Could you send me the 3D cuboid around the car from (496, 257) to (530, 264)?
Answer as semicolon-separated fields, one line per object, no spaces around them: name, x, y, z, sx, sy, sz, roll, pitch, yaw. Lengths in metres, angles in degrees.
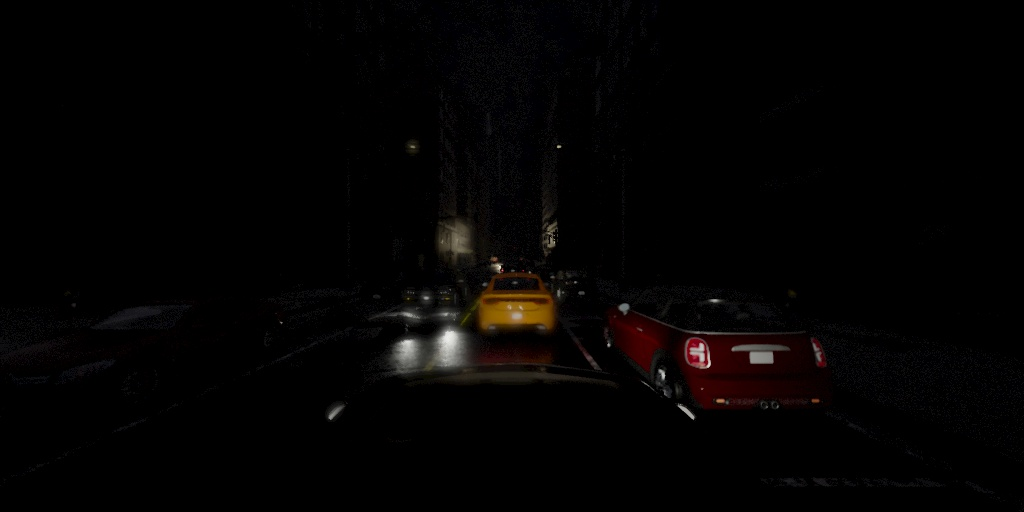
car;0.113;1.108;28.664;2.097;1.767;4.553;0;0;1

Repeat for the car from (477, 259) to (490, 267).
car;-5.438;1.381;65.186;1.802;1.307;4.207;0;0;0

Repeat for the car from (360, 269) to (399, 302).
car;-5.622;1.318;17.081;1.948;1.339;4.313;0;0;0

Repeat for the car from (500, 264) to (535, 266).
car;0.157;1.317;19.932;1.994;1.385;4.181;0;0;0

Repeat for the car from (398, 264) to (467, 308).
car;-3.048;1.257;15.242;1.837;1.490;4.892;0;0;0

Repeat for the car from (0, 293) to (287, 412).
car;-5.655;1.332;6.079;1.802;1.307;4.207;0;0;0

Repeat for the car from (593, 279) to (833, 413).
car;2.870;1.190;6.052;1.967;1.591;4.097;0;0;0

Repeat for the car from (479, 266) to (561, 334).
car;0.125;1.229;10.715;1.882;1.535;5.008;0;0;0

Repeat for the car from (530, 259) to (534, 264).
car;3.087;1.238;65.146;1.967;1.591;4.097;0;0;0

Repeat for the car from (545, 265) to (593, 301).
car;2.904;1.303;17.055;2.007;1.370;4.403;0;0;0

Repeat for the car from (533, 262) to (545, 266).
car;2.938;1.321;28.057;1.948;1.339;4.313;0;0;0

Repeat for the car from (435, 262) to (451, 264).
car;-5.588;1.195;28.084;1.967;1.591;4.097;0;0;0
